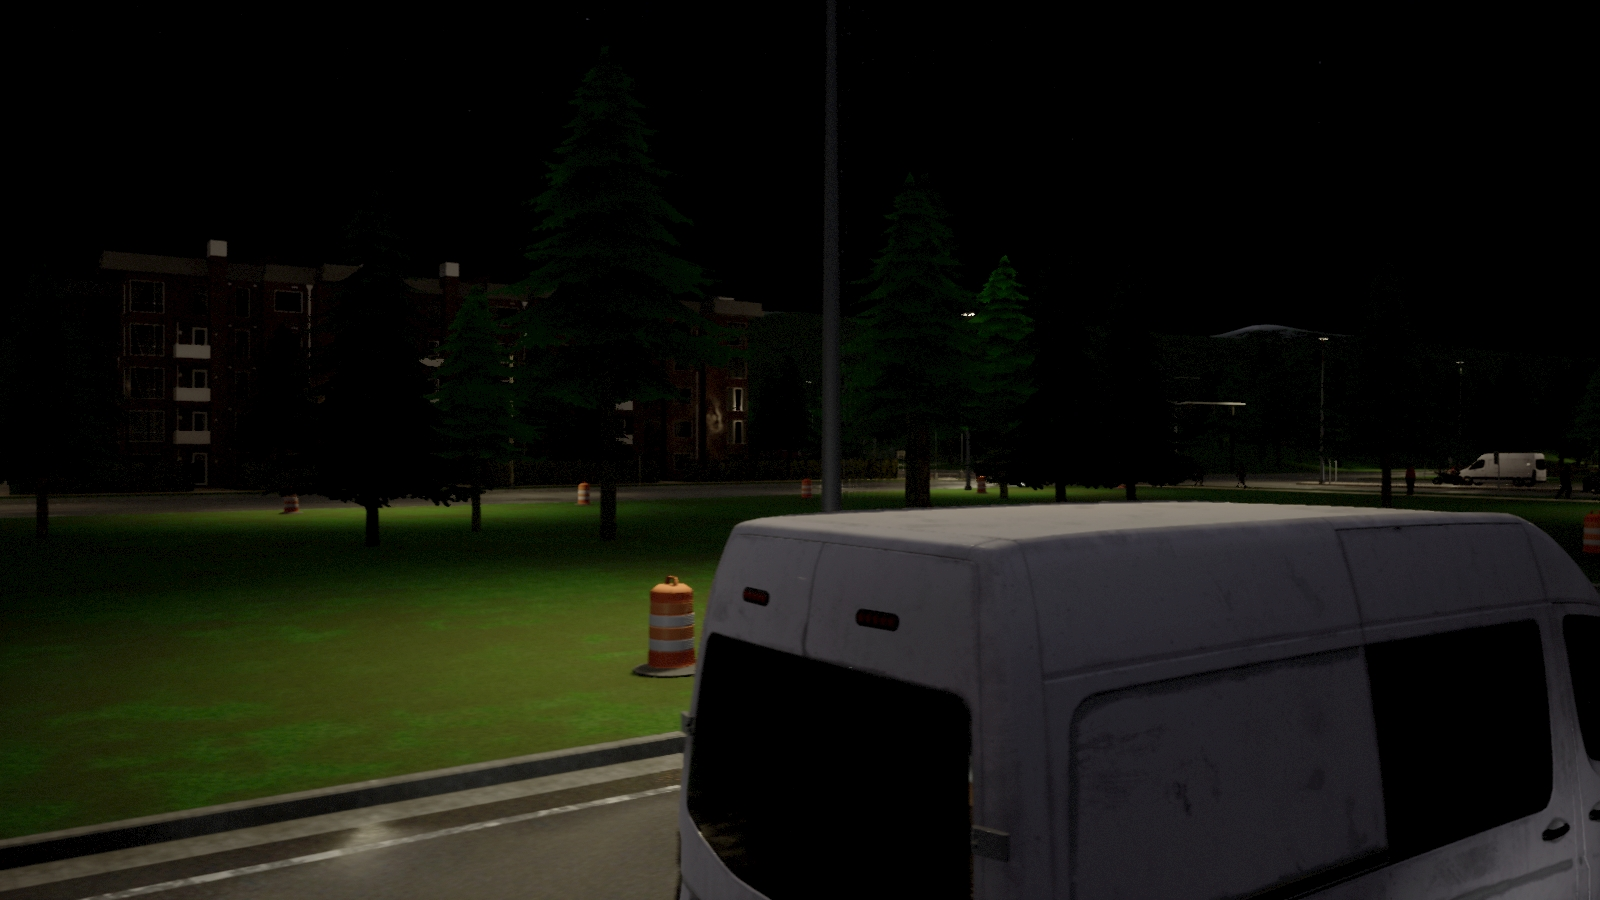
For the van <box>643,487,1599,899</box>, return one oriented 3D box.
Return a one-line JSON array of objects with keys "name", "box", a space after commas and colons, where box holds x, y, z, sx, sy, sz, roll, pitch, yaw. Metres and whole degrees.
[{"name": "van", "box": [2.366, 1.533, 5.446, 5.915, 2.561, 1.988, 0, 0, -35]}]
